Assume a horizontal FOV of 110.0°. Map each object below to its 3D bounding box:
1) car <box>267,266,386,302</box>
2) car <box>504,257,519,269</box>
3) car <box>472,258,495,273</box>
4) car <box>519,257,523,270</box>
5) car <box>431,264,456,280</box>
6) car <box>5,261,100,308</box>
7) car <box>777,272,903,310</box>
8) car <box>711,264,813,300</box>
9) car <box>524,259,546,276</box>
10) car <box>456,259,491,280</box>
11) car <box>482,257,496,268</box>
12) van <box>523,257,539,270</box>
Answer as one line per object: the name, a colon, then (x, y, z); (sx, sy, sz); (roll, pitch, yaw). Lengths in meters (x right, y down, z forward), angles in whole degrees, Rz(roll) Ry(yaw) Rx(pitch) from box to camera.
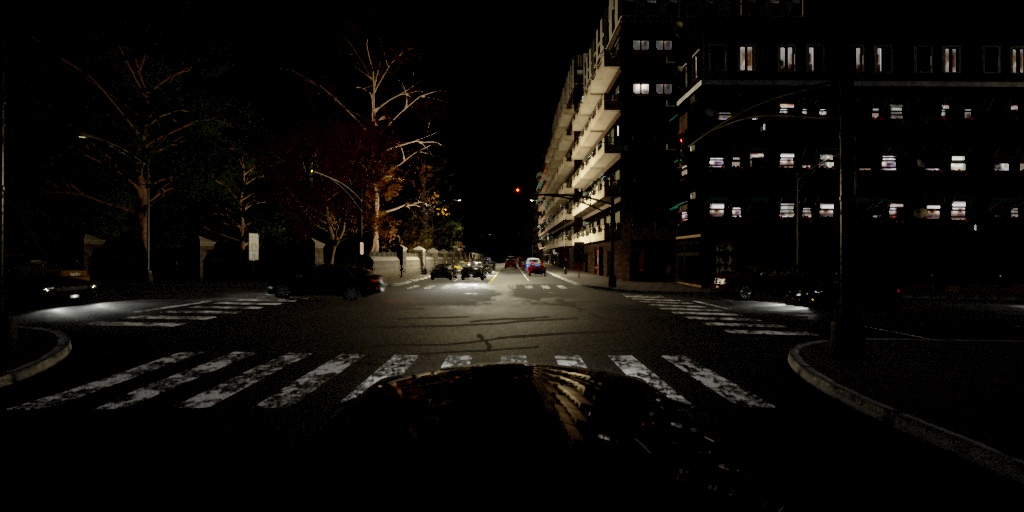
car: (-8.234, 1.162, 16.078); (4.892, 1.490, 1.837); (2, 0, -1)
car: (-0.205, 1.322, 58.303); (1.812, 1.442, 4.674); (0, 0, 0)
car: (-3.307, 1.278, 41.364); (1.837, 1.490, 4.892); (0, 0, 0)
car: (2.411, 1.229, 53.801); (1.967, 1.591, 4.097); (0, 0, 0)
car: (-5.847, 1.329, 31.235); (1.948, 1.339, 4.313); (0, 0, 0)
car: (-18.225, 0.996, 12.736); (5.357, 1.411, 2.033); (1, 0, -1)
car: (15.103, 1.623, 16.436); (4.181, 1.385, 1.994); (1, 0, -1)
car: (13.359, 1.353, 18.998); (5.009, 1.841, 2.192); (0, 0, -1)
car: (2.503, 1.314, 36.910); (1.888, 1.381, 4.507); (0, 0, 0)
car: (-3.250, 1.255, 31.066); (2.128, 1.511, 4.902); (0, 0, 0)
car: (-3.357, 1.278, 51.776); (2.128, 1.511, 4.902); (0, 0, 0)
van: (2.472, 1.115, 42.541); (1.690, 1.789, 3.998); (0, 0, 0)
